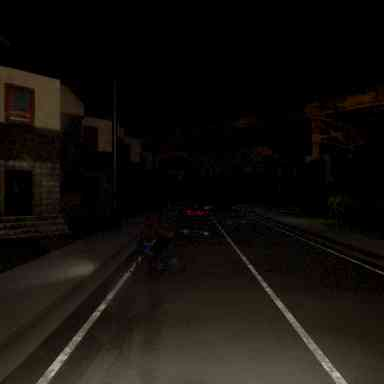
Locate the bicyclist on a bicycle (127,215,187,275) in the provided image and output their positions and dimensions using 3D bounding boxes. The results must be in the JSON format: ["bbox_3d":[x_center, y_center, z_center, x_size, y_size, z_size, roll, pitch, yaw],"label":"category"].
[{"bbox_3d":[-0.974,1.455,9.004,1.656,1.620,0.582,-2,0,0],"label":"bicyclist on a bicycle"}]

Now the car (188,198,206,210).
[{"bbox_3d":[0.629,1.492,41.961,2.128,1.511,4.902,0,0,5],"label":"car"}]

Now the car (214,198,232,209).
[{"bbox_3d":[4.145,1.547,44.434,2.033,1.411,5.357,0,0,11],"label":"car"}]
